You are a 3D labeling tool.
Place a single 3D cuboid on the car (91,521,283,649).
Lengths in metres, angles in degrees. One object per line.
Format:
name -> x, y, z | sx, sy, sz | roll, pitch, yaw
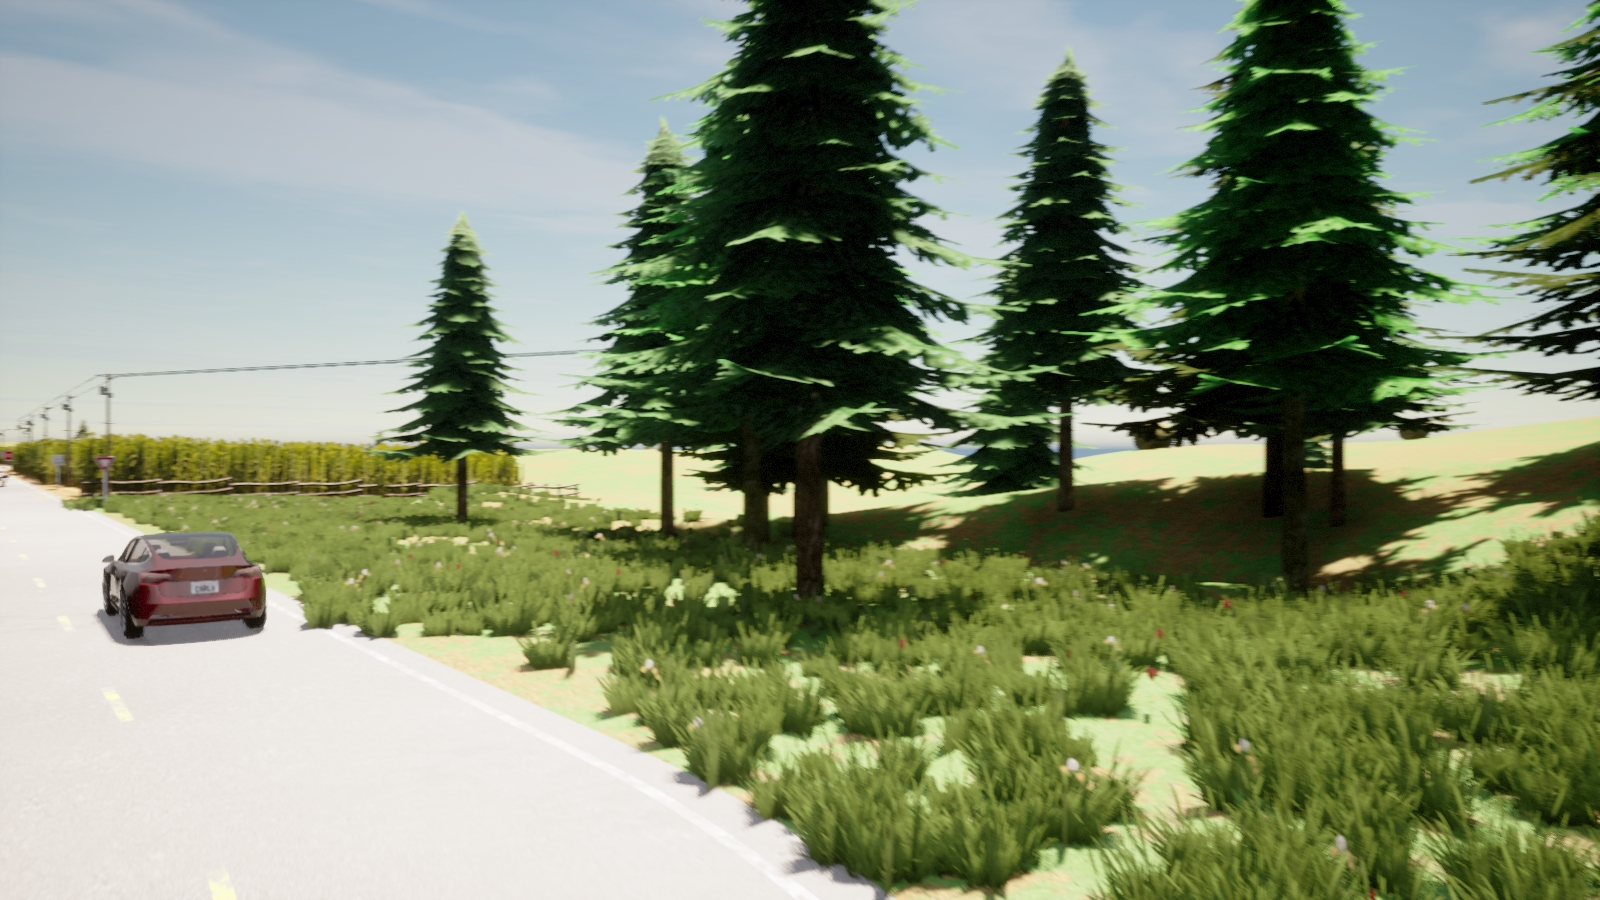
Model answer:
car -> -10.172, 2.076, 18.747 | 2.163, 1.488, 4.792 | 0, 0, -36
